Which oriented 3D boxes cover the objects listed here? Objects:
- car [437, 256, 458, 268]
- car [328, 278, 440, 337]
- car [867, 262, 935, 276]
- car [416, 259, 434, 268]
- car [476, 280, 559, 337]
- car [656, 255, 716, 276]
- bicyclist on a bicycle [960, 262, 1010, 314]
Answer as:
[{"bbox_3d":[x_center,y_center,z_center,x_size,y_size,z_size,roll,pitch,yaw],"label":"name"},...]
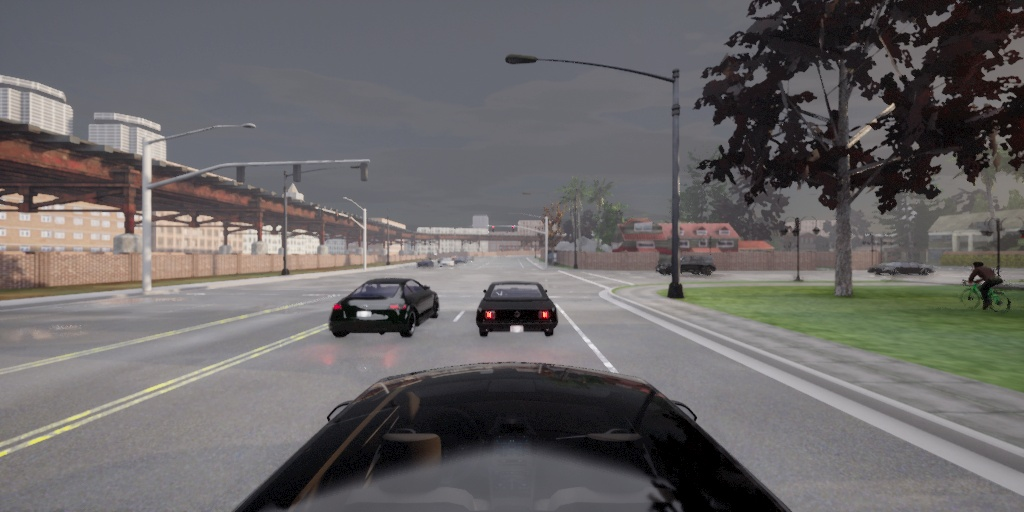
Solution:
[{"bbox_3d":[-10.529,1.099,58.480,1.812,1.442,4.674,0,1,0],"label":"car"},{"bbox_3d":[-3.394,1.308,10.279,1.994,1.385,4.181,0,0,1],"label":"car"},{"bbox_3d":[39.239,1.273,36.179,5.357,1.411,2.033,0,0,-1],"label":"car"},{"bbox_3d":[-14.034,1.182,58.055,1.895,1.301,4.718,0,1,0],"label":"car"},{"bbox_3d":[0.098,1.345,10.241,1.895,1.301,4.718,0,0,0],"label":"car"},{"bbox_3d":[17.294,0.943,35.697,5.566,2.045,2.150,-1,0,-2],"label":"car"},{"bbox_3d":[15.602,1.018,11.863,0.582,1.620,1.656,-2,1,16],"label":"bicyclist on a bicycle"}]
